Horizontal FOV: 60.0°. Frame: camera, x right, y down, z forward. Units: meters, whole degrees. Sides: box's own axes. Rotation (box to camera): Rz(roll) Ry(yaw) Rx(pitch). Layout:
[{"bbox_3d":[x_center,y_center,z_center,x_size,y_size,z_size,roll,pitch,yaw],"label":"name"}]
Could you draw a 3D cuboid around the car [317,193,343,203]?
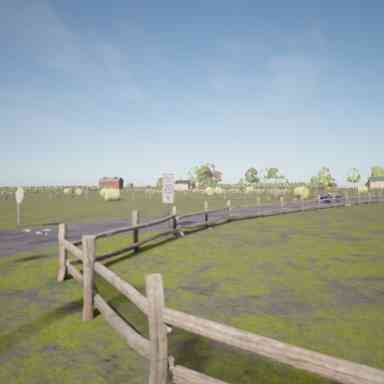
[{"bbox_3d":[19.379,0.798,46.668,4.718,1.301,1.895,-1,1,-44],"label":"car"}]
